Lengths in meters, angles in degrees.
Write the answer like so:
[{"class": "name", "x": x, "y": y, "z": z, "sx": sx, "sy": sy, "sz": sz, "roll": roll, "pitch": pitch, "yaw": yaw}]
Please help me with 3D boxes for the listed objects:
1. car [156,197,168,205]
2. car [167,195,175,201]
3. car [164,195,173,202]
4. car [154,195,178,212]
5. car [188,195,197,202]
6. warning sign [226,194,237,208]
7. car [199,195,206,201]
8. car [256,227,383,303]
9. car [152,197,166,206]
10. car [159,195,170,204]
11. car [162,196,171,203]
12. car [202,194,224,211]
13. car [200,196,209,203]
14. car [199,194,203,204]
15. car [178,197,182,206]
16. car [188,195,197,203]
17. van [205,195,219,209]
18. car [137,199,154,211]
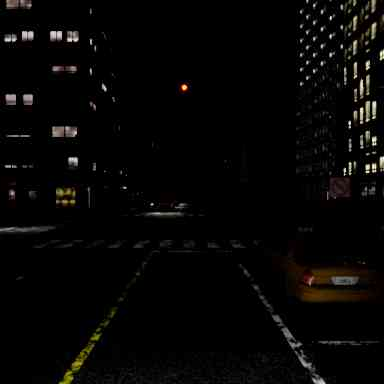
[{"class": "car", "x": -5.619, "y": 1.591, "z": 62.526, "sx": 1.887, "sy": 1.381, "sz": 4.507, "roll": 0, "pitch": 0, "yaw": 0}, {"class": "car", "x": -5.586, "y": 1.624, "z": 89.991, "sx": 1.752, "sy": 1.417, "sz": 4.829, "roll": 0, "pitch": 0, "yaw": 0}, {"class": "car", "x": -5.600, "y": 1.516, "z": 79.107, "sx": 1.967, "sy": 1.590, "sz": 4.097, "roll": 0, "pitch": 0, "yaw": 0}, {"class": "car", "x": -3.052, "y": 1.494, "z": 39.887, "sx": 1.882, "sy": 1.535, "sz": 5.008, "roll": 0, "pitch": 0, "yaw": 0}, {"class": "car", "x": 0.095, "y": 1.531, "z": 79.608, "sx": 2.033, "sy": 1.411, "sz": 5.357, "roll": 0, "pitch": 0, "yaw": 0}, {"class": "warning sign", "x": 5.124, "y": 1.135, "z": 43.665, "sx": 1.300, "sy": 1.860, "sz": 1.060, "roll": 0, "pitch": 0, "yaw": 0}, {"class": "car", "x": 2.794, "y": 1.625, "z": 90.321, "sx": 1.752, "sy": 1.417, "sz": 4.829, "roll": 0, "pitch": 0, "yaw": 0}, {"class": "car", "x": 2.696, "y": 1.526, "z": 8.168, "sx": 1.752, "sy": 1.417, "sz": 4.829, "roll": 0, "pitch": 0, "yaw": 0}, {"class": "car", "x": -5.626, "y": 1.588, "z": 57.001, "sx": 2.008, "sy": 1.369, "sz": 4.403, "roll": 0, "pitch": 0, "yaw": 0}, {"class": "car", "x": -5.613, "y": 1.496, "z": 68.054, "sx": 1.967, "sy": 1.590, "sz": 4.097, "roll": 0, "pitch": 0, "yaw": 0}, {"class": "car", "x": -5.606, "y": 1.648, "z": 73.581, "sx": 1.802, "sy": 1.307, "sz": 4.206, "roll": 0, "pitch": 0, "yaw": 0}, {"class": "car", "x": 2.734, "y": 1.332, "z": 40.411, "sx": 2.192, "sy": 1.841, "sz": 5.009, "roll": 0, "pitch": 0, "yaw": 0}, {"class": "car", "x": 2.774, "y": 1.611, "z": 73.571, "sx": 1.887, "sy": 1.381, "sz": 4.507, "roll": 0, "pitch": 0, "yaw": 0}, {"class": "car", "x": 2.760, "y": 1.362, "z": 62.517, "sx": 2.192, "sy": 1.841, "sz": 5.009, "roll": 0, "pitch": 0, "yaw": 0}, {"class": "car", "x": -3.029, "y": 1.557, "z": 52.993, "sx": 1.812, "sy": 1.442, "sz": 4.674, "roll": 0, "pitch": 0, "yaw": 0}, {"class": "car", "x": 0.082, "y": 1.536, "z": 69.190, "sx": 1.882, "sy": 1.535, "sz": 5.008, "roll": 0, "pitch": 0, "yaw": 0}, {"class": "van", "x": 2.740, "y": 1.364, "z": 45.937, "sx": 1.690, "sy": 1.788, "sz": 3.998, "roll": 0, "pitch": 0, "yaw": 0}, {"class": "car", "x": -5.645, "y": 1.567, "z": 40.421, "sx": 2.008, "sy": 1.369, "sz": 4.403, "roll": 0, "pitch": 0, "yaw": 0}]
